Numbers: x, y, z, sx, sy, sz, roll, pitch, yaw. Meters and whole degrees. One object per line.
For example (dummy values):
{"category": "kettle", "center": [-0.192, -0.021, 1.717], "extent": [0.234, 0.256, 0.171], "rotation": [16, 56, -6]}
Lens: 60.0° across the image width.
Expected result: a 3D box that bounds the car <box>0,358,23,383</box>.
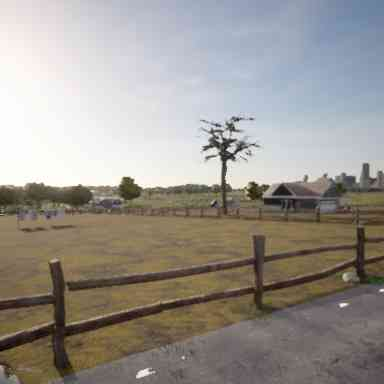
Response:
{"category": "car", "center": [-2.747, 1.577, 1.116], "extent": [4.181, 1.385, 1.994], "rotation": [0, 0, -35]}
